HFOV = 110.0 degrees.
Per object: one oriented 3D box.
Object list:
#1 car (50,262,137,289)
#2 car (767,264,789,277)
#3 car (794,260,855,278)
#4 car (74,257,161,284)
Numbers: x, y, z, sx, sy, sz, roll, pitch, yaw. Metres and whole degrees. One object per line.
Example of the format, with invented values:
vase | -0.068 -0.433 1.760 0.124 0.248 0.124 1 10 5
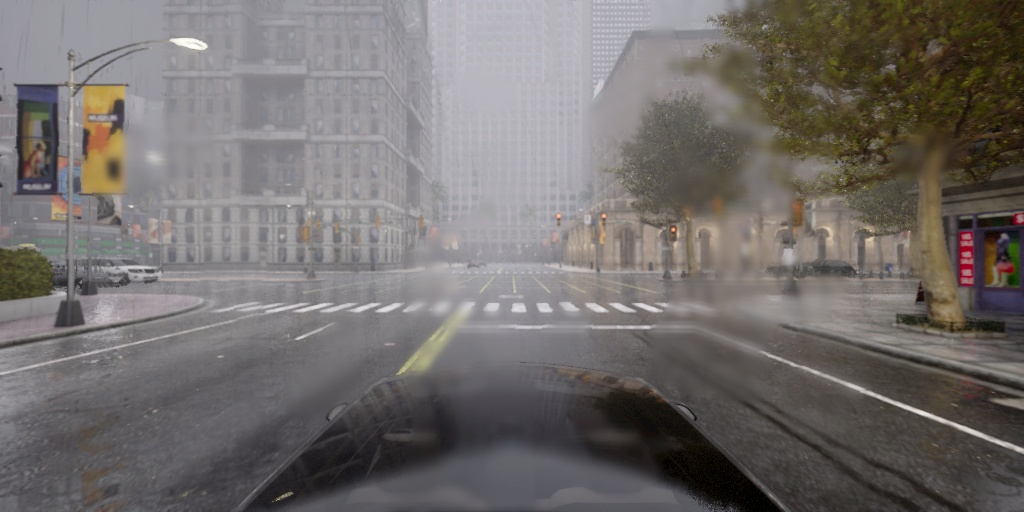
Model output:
car | -27.658 1.346 22.861 4.902 1.511 2.128 0 0 0
car | 29.730 1.394 37.888 5.008 1.535 1.882 0 0 0
car | 29.891 1.252 34.389 4.553 1.767 2.097 0 0 0
car | -29.275 1.094 26.370 5.566 2.045 2.150 0 0 0
